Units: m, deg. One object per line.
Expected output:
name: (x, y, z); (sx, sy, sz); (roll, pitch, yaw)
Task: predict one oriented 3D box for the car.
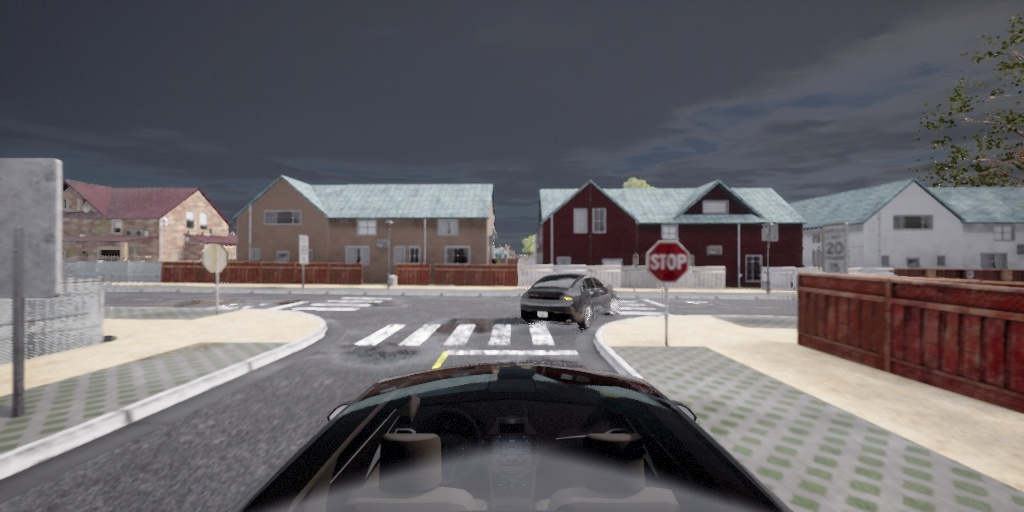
car: (2.005, 1.325, 11.531); (1.837, 1.490, 4.892); (-1, -2, 30)
